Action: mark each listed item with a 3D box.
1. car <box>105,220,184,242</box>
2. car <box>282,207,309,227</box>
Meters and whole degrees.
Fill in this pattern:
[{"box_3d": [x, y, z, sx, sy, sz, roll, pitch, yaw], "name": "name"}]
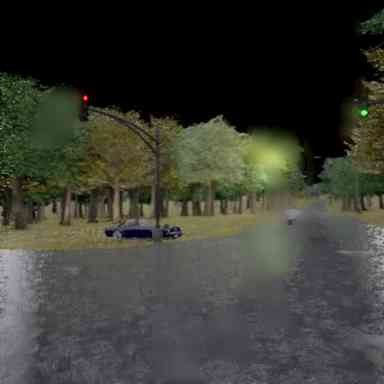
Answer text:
[{"box_3d": [-2.854, 2.322, 20.006, 4.718, 1.301, 1.895, -3, -5, 28], "name": "car"}, {"box_3d": [9.125, 2.258, 29.551, 1.882, 1.535, 5.008, -1, 0, 20], "name": "car"}]
